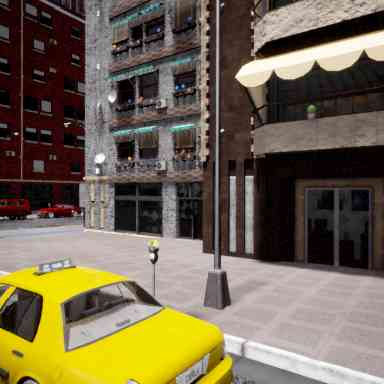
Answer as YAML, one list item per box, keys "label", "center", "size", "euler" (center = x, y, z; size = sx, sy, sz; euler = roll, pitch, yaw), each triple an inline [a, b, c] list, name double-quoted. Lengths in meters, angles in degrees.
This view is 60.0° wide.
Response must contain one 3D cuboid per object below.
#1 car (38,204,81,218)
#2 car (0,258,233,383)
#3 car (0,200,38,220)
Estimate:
- label: "car"
  center: [-13.556, 1.923, 34.101]
  size: [1.887, 1.381, 4.507]
  euler: [-1, -2, 35]
- label: "car"
  center: [-1.874, 1.525, 4.199]
  size: [4.829, 1.417, 1.752]
  euler: [0, 0, 35]
- label: "car"
  center: [-16.838, 1.591, 29.453]
  size: [2.192, 1.841, 5.009]
  euler: [-1, -2, 35]
